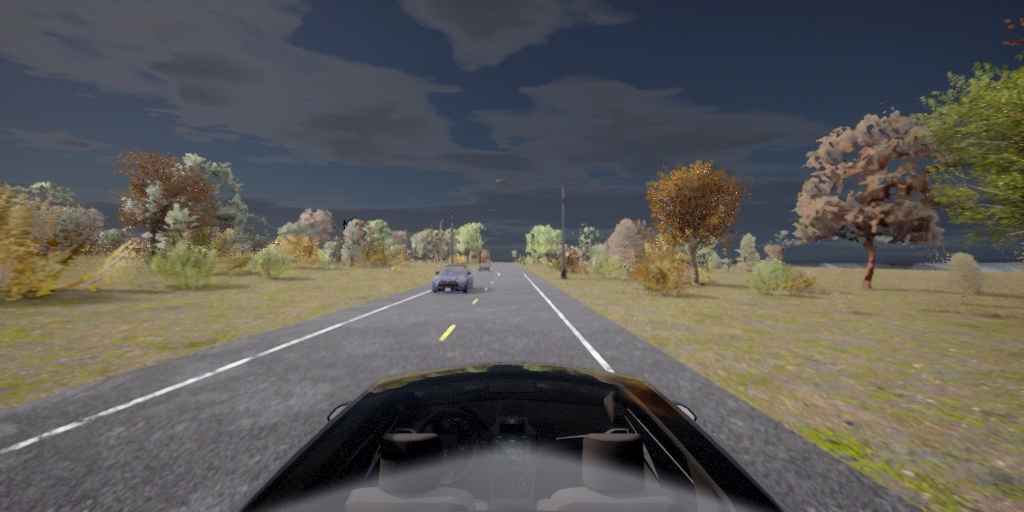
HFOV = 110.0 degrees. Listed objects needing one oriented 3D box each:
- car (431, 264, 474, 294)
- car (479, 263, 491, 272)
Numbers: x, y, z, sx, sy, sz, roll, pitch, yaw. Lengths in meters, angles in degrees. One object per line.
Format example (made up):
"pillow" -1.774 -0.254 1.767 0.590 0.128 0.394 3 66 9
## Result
"car" -3.605 1.332 22.464 2.097 1.767 4.553 0 -1 0
"car" -4.806 1.969 63.549 1.837 1.490 4.892 0 -1 -6
